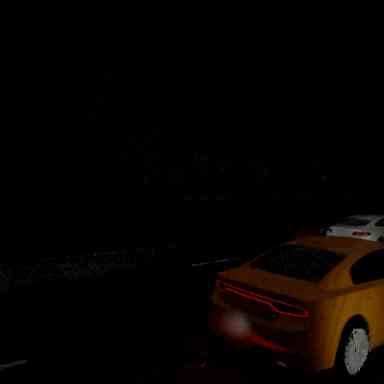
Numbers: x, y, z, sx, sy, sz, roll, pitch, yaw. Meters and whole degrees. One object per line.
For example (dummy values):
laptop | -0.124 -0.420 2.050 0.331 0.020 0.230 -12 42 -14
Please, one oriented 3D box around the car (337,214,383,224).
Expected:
car | 7.165 1.596 13.185 4.674 1.442 1.812 0 0 -36

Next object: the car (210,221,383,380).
car | 2.608 1.506 5.616 5.008 1.535 1.882 0 0 -36
